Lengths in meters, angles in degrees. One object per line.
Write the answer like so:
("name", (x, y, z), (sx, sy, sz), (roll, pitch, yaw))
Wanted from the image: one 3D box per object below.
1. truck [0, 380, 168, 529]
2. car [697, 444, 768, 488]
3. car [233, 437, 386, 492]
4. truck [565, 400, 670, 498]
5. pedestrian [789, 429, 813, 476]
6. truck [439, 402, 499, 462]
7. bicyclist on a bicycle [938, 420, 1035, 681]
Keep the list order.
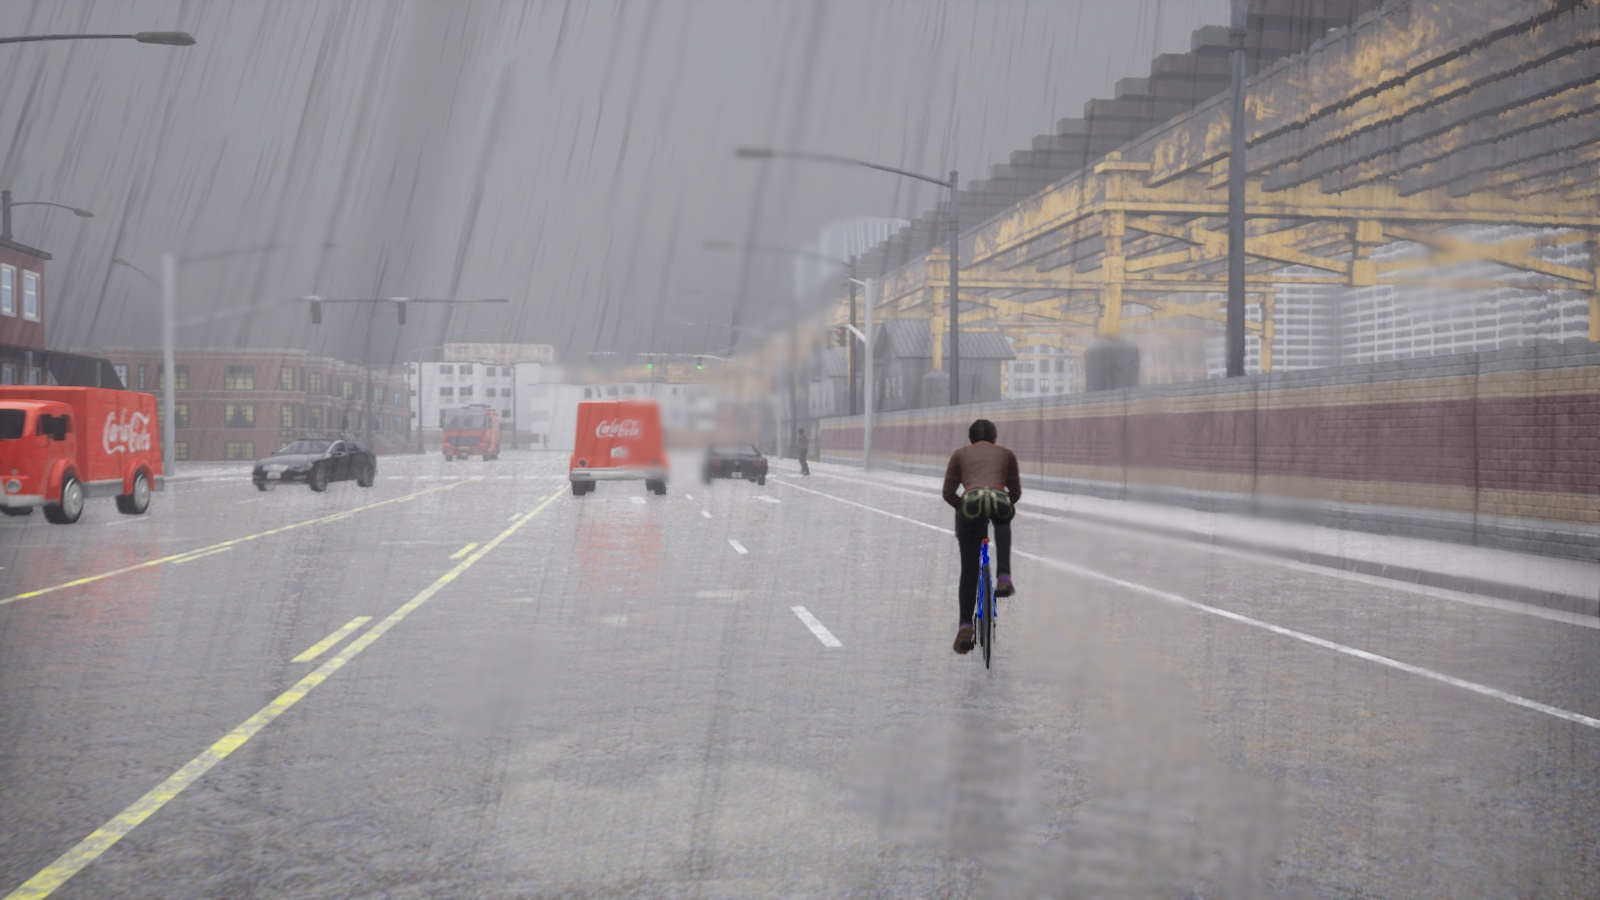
("truck", (-14.066, 0.049, 23.292), (2.627, 2.467, 5.204), (0, 1, -8))
("car", (-2.225, 0.476, 40.268), (1.895, 1.301, 4.718), (0, 1, -8))
("car", (-14.185, 0.368, 36.683), (2.128, 1.511, 4.902), (0, 1, 6))
("truck", (-4.945, -0.055, 34.239), (2.627, 2.467, 5.204), (0, 1, -8))
("pedestrian", (0.041, 0.082, 48.758), (0.869, 1.805, 0.328), (0, 1, 30))
("truck", (-22.444, -1.199, 85.500), (2.891, 3.827, 8.468), (0, 0, -8))
("bicyclist on a bicycle", (1.247, 0.619, 8.629), (0.582, 1.620, 1.656), (0, 0, 6))
